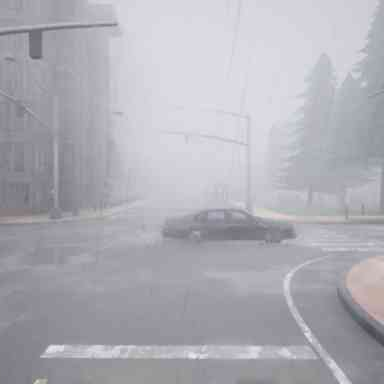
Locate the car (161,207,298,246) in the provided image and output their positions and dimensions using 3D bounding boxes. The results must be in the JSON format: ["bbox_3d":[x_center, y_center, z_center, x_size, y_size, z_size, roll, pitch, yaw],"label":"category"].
[{"bbox_3d":[1.421,1.338,13.561,5.357,1.411,2.033,0,1,-3],"label":"car"}]
